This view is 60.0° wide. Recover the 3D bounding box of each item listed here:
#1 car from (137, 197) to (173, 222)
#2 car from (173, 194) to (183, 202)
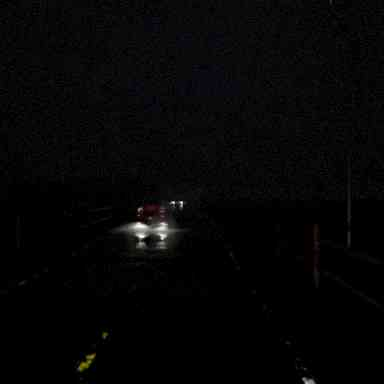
[{"bbox_3d":[-2.851,1.234,25.166,2.097,1.767,4.553,0,0,0],"label":"car"},{"bbox_3d":[-2.775,1.203,65.402,1.812,1.442,4.674,0,0,0],"label":"car"}]
